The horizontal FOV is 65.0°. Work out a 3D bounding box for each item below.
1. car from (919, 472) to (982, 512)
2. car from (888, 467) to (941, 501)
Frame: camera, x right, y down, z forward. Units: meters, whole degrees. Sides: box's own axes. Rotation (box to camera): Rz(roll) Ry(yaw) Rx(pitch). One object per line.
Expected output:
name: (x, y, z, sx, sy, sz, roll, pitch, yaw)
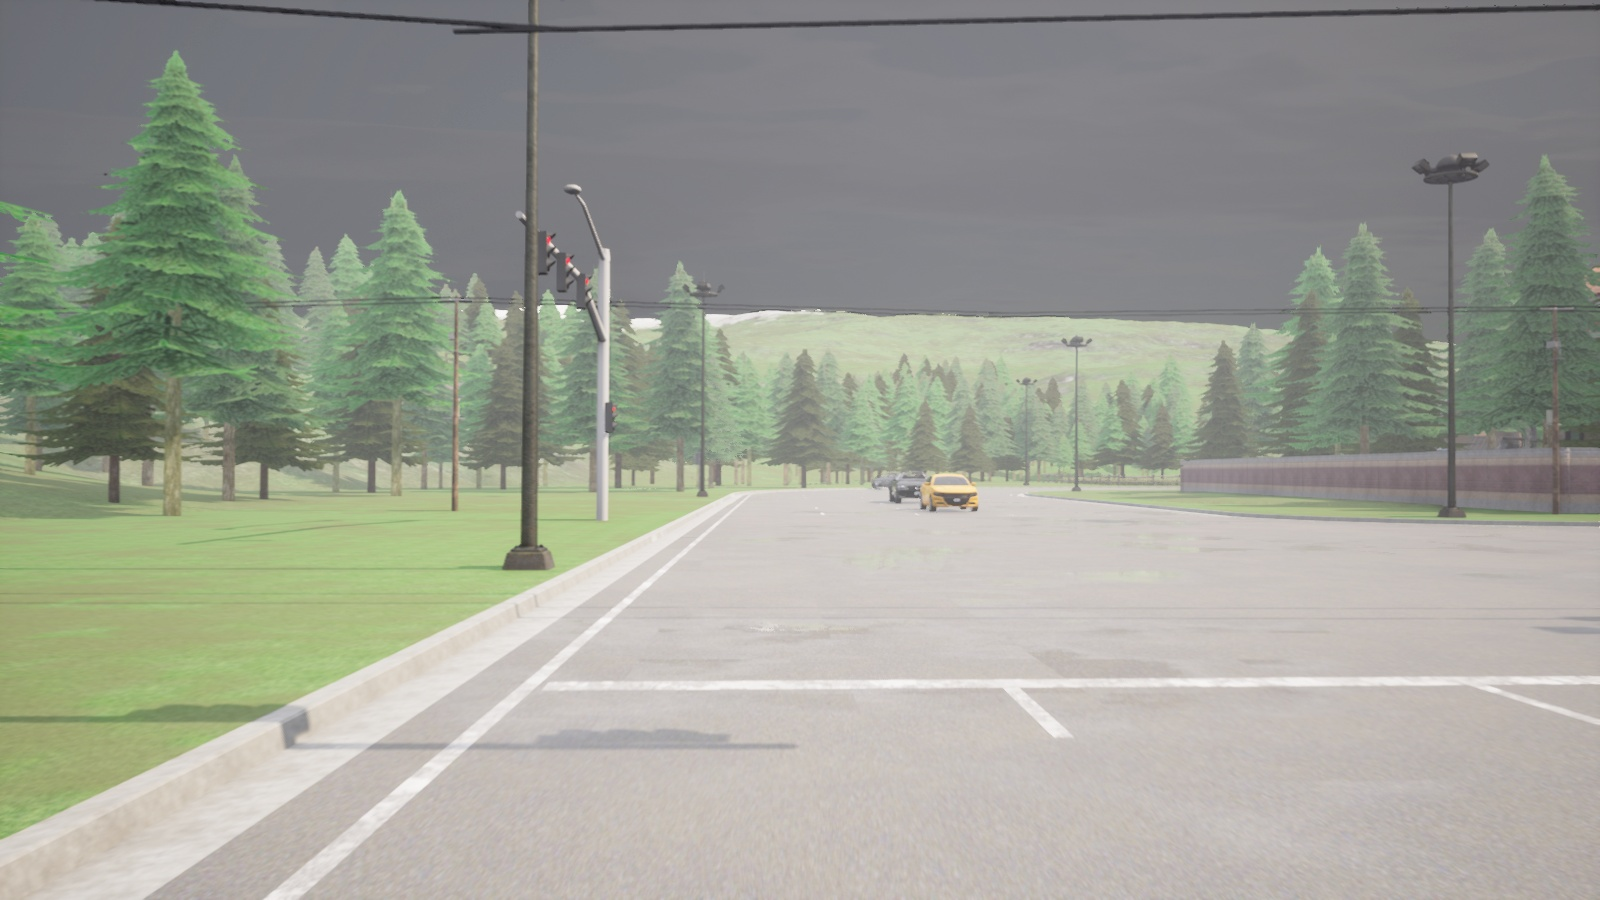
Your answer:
car: (6.050, 1.672, 51.038, 1.882, 1.535, 5.008, 0, -1, -1)
car: (5.815, 1.708, 64.288, 2.152, 1.651, 5.027, 0, -1, -1)
